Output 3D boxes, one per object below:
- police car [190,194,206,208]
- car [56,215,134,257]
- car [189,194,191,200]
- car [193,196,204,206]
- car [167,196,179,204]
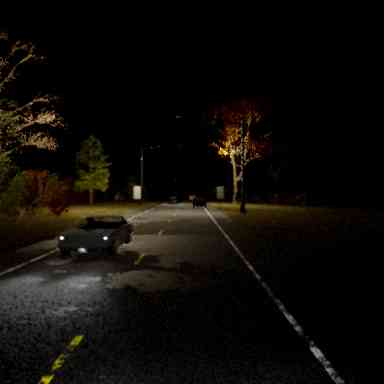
[{"bbox_3d":[1.062,1.438,48.099,1.930,1.638,5.238,0,0,0],"label":"police car"},{"bbox_3d":[-3.598,1.606,13.172,1.895,1.301,4.718,0,0,0],"label":"car"},{"bbox_3d":[0.090,1.337,83.198,1.882,1.535,5.008,0,0,0],"label":"car"},{"bbox_3d":[1.075,1.517,57.984,1.837,1.490,4.892,0,0,0],"label":"car"},{"bbox_3d":[-3.495,1.488,61.849,1.882,1.535,5.008,0,0,1],"label":"car"}]
